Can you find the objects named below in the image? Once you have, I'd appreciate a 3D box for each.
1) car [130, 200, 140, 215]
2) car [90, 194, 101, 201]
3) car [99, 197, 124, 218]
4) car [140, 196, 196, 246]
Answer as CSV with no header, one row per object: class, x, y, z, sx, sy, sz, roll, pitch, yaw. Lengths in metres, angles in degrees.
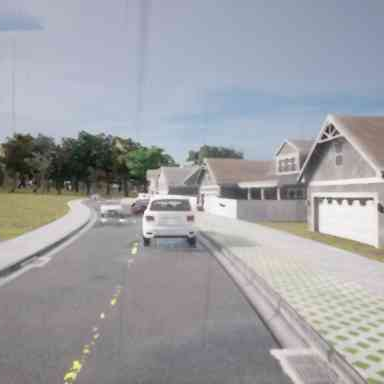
car,-4.819,1.425,32.126,1.994,1.385,4.181,0,0,-16
car,-19.596,1.094,67.738,1.812,1.442,4.674,0,0,-13
car,-6.987,1.405,29.052,1.812,1.442,4.674,0,0,-15
car,-1.160,1.183,15.367,2.150,2.045,5.566,0,0,-8
